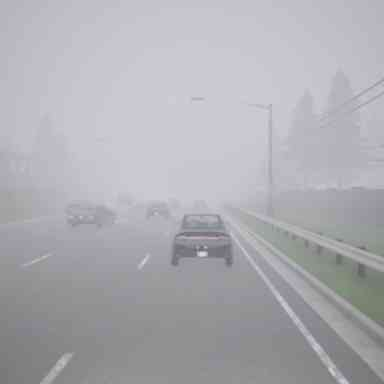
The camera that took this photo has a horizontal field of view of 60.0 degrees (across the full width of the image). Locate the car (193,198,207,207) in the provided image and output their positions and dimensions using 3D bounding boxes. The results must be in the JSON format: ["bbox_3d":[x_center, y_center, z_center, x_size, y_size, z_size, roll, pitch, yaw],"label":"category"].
[{"bbox_3d":[1.150,1.582,46.495,1.994,1.385,4.181,0,0,1],"label":"car"}]

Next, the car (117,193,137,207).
[{"bbox_3d":[-9.318,1.179,48.106,2.150,2.045,5.566,0,0,2],"label":"car"}]

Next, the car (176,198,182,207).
[{"bbox_3d":[-2.432,1.544,44.363,2.033,1.411,5.357,0,0,2],"label":"car"}]

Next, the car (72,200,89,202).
[{"bbox_3d":[-9.735,1.442,29.835,2.128,1.511,4.902,0,0,1],"label":"car"}]

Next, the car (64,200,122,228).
[{"bbox_3d":[-6.423,1.515,21.963,2.033,1.411,5.357,0,0,1],"label":"car"}]

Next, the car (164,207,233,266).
[{"bbox_3d":[0.341,1.496,11.603,2.128,1.511,4.902,0,0,1],"label":"car"}]

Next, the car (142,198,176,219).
[{"bbox_3d":[-2.758,1.494,28.786,1.837,1.490,4.892,0,0,1],"label":"car"}]

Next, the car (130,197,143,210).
[{"bbox_3d":[-6.031,1.576,41.573,1.895,1.301,4.718,0,0,2],"label":"car"}]
